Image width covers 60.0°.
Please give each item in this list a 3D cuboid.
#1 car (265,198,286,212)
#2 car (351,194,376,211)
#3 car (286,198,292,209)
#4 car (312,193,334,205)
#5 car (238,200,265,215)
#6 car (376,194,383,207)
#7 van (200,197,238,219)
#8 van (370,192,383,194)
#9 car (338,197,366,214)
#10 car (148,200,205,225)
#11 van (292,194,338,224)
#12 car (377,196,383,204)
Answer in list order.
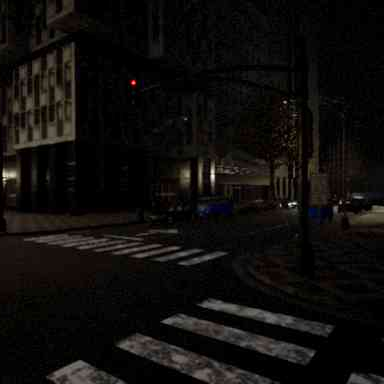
[{"bbox_3d":[8.565,1.458,37.676,1.752,1.417,4.829,0,0,36],"label":"car"},{"bbox_3d":[18.863,1.287,37.280,1.967,1.590,4.097,0,0,36],"label":"car"},{"bbox_3d":[11.999,1.458,42.335,2.008,1.369,4.403,0,0,36],"label":"car"},{"bbox_3d":[21.997,1.152,55.904,2.192,1.841,5.009,0,0,36],"label":"car"},{"bbox_3d":[5.232,1.483,33.153,1.752,1.417,4.829,0,0,36],"label":"car"},{"bbox_3d":[25.530,1.344,46.326,1.887,1.381,4.507,0,0,36],"label":"car"},{"bbox_3d":[1.999,1.323,28.767,1.690,1.788,3.998,0,0,36],"label":"van"},{"bbox_3d":[28.862,1.117,50.849,1.690,1.788,3.998,0,0,36],"label":"van"},{"bbox_3d":[15.530,1.453,32.757,1.802,1.307,4.206,0,0,36],"label":"car"},{"bbox_3d":[-1.333,1.558,24.244,2.008,1.369,4.403,0,0,36],"label":"car"},{"bbox_3d":[8.862,1.262,23.711,1.690,1.788,3.998,0,0,36],"label":"van"},{"bbox_3d":[32.197,1.304,55.372,2.008,1.369,4.403,0,0,36],"label":"car"}]
